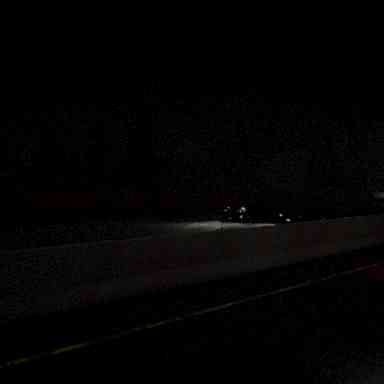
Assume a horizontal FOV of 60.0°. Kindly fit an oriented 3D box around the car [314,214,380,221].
[{"bbox_3d":[9.611,1.346,19.472,5.008,1.535,1.882,0,0,-36],"label":"car"}]
